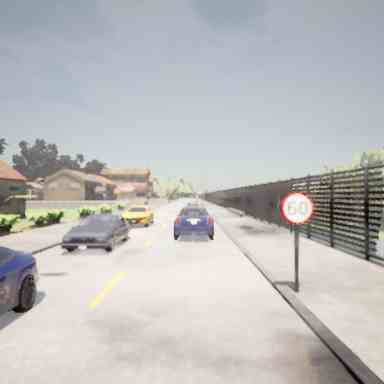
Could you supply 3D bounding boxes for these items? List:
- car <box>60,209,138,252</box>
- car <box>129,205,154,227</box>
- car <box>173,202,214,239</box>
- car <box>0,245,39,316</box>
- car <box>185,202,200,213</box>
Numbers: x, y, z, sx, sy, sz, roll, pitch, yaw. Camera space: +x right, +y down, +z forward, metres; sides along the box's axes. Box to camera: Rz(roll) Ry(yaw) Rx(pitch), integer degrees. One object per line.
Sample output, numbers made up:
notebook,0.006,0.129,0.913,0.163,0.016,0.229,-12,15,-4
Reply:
car,-4.075,1.718,15.088,2.033,1.411,5.357,0,-1,0
car,-4.010,1.763,25.351,1.882,1.535,5.008,0,-1,0
car,0.094,1.563,18.719,2.097,1.767,4.553,0,-1,0
car,-4.089,1.585,5.208,1.812,1.442,4.674,0,-1,0
car,0.075,2.085,46.468,1.994,1.385,4.181,0,-1,0
